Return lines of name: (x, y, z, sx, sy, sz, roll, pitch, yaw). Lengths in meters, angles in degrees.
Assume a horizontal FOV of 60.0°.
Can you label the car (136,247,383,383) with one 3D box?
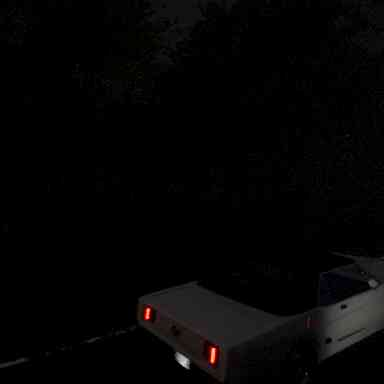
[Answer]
car: (1.696, 1.515, 4.961, 4.718, 1.301, 1.895, -1, 1, -35)
